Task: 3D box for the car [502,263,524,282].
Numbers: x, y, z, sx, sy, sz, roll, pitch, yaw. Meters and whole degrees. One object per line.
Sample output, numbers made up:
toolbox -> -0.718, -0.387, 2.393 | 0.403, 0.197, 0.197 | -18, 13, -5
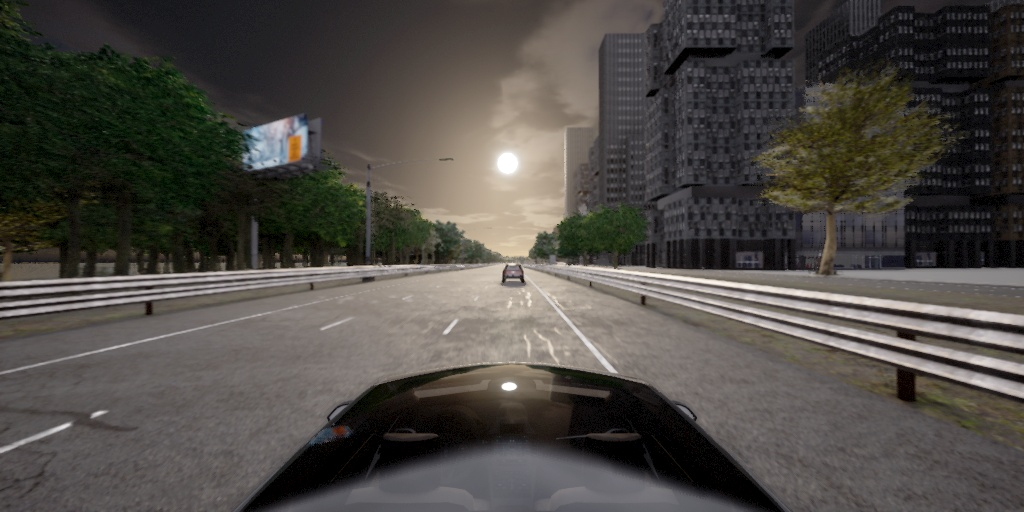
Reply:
car -> 0.099, 1.483, 32.789 | 2.033, 1.649, 4.856 | 0, -1, 0
